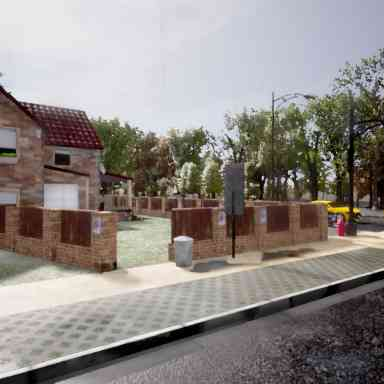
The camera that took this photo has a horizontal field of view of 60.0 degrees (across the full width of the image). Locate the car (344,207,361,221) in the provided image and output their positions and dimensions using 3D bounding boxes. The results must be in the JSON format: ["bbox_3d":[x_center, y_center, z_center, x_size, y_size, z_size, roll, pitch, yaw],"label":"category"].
[{"bbox_3d":[10.274,1.423,25.427,1.882,1.535,5.008,0,0,-35],"label":"car"}]

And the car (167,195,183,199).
[{"bbox_3d":[-1.933,1.409,42.588,2.033,1.411,5.357,0,0,-35],"label":"car"}]

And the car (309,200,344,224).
[{"bbox_3d":[7.784,1.469,23.319,1.812,1.442,4.674,0,0,-35],"label":"car"}]

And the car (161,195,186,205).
[{"bbox_3d":[-3.213,1.298,55.922,1.882,1.535,5.008,0,0,-35],"label":"car"}]
